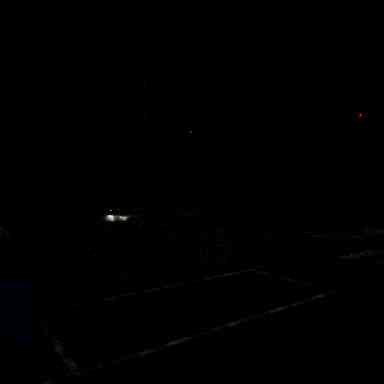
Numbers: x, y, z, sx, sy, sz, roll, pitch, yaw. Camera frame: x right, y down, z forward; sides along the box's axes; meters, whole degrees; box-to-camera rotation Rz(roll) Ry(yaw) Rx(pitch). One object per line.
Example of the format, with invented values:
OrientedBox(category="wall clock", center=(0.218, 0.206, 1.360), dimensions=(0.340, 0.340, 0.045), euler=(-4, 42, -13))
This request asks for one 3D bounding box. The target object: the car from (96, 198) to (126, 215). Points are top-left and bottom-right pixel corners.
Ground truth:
OrientedBox(category="car", center=(-10.467, 1.792, 42.633), dimensions=(2.150, 2.045, 5.566), euler=(-1, 0, -35))

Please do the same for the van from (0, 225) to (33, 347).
OrientedBox(category="van", center=(-3.990, 1.349, 3.806), dimensions=(3.998, 1.788, 1.690), euler=(-1, 0, -36))
